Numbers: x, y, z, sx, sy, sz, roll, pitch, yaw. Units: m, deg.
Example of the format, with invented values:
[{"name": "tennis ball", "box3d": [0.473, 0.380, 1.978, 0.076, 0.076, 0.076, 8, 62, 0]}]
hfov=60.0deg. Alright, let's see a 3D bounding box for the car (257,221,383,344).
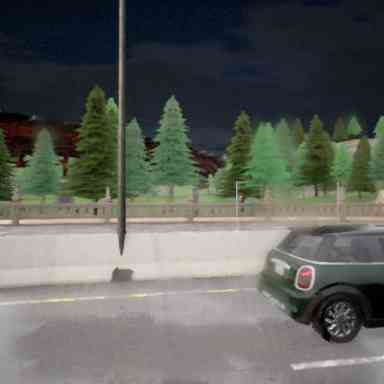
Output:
[{"name": "car", "box3d": [3.641, 1.412, 6.248, 4.553, 1.767, 2.097, 0, 0, -10]}]
